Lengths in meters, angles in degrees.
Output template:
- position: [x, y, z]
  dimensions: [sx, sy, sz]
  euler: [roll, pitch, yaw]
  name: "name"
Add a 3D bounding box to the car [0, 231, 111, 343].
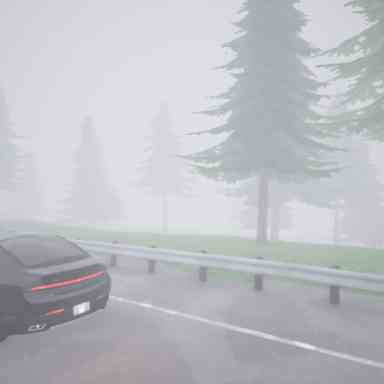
- position: [-3.690, 1.535, 6.420]
  dimensions: [4.892, 1.490, 1.837]
  euler: [0, 0, 34]
  name: "car"
